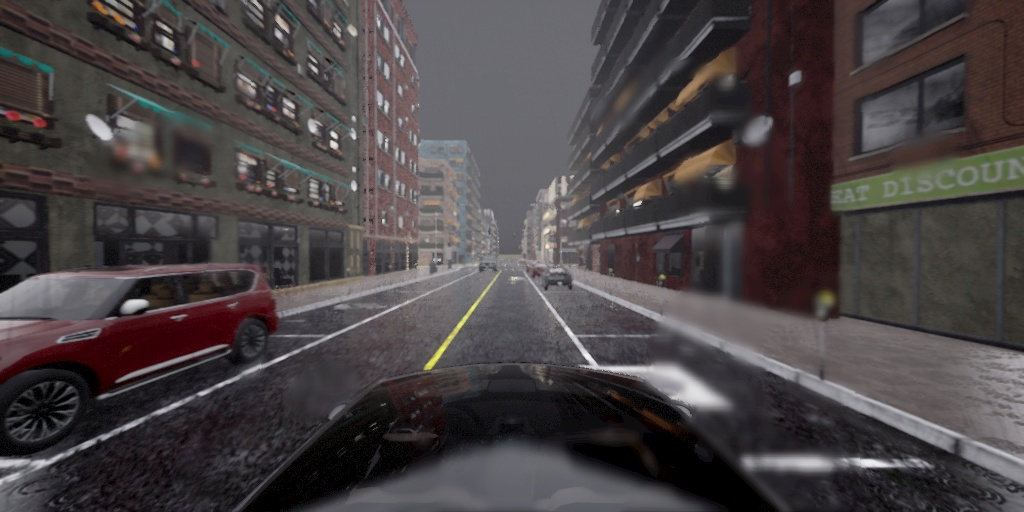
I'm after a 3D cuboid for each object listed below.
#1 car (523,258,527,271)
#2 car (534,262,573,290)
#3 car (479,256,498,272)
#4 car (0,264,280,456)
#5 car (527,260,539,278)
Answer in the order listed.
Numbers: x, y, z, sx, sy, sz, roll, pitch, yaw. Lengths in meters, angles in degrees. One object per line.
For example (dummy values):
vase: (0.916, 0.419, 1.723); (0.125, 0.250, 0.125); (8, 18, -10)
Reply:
car: (2.708, 1.194, 45.040); (1.967, 1.591, 4.097); (0, 0, 0)
car: (2.699, 1.300, 22.301); (2.007, 1.370, 4.403); (0, 0, 0)
car: (-3.019, 0.978, 46.479); (2.150, 2.045, 5.566); (0, 0, 1)
car: (-5.689, 1.065, 5.254); (2.192, 1.841, 5.009); (0, 0, 0)
car: (2.704, 1.296, 33.671); (1.888, 1.381, 4.507); (0, 0, 0)
